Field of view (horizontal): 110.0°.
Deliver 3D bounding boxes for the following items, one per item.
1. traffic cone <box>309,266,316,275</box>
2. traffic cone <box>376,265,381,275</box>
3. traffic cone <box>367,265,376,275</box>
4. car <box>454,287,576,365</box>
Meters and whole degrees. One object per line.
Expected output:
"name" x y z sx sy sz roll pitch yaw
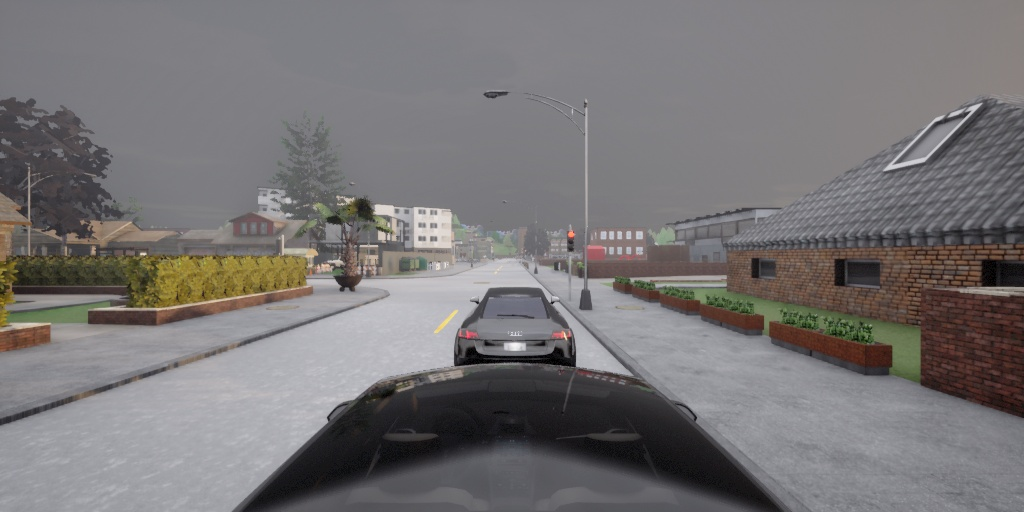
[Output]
"traffic cone" -19.799 1.568 35.259 0.344 0.586 0.344 0 0 0
"traffic cone" -15.391 1.558 40.712 0.344 0.586 0.344 0 0 0
"traffic cone" -15.752 1.561 40.143 0.344 0.586 0.344 0 0 0
"car" 0.059 1.314 7.326 1.994 1.385 4.181 0 0 0
